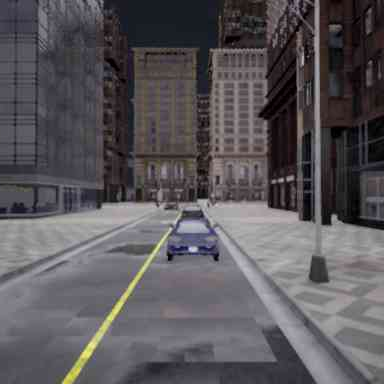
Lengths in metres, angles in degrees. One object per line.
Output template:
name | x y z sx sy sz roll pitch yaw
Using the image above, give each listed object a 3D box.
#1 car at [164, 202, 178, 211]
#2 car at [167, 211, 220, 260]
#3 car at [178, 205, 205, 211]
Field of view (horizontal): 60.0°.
car | -3.065 2.211 50.215 1.994 1.385 4.181 0 -1 0
car | 0.056 1.686 12.970 1.812 1.442 4.674 0 0 1
car | 0.063 1.835 28.478 1.882 1.535 5.008 0 0 0
